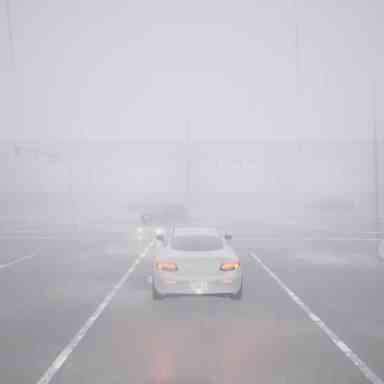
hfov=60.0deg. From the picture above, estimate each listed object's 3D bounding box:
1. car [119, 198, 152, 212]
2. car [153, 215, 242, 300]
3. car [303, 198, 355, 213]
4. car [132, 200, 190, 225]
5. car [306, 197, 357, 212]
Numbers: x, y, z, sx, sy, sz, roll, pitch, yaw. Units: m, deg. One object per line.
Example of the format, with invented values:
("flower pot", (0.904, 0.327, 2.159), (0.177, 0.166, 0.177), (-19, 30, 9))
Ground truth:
("car", (-6.000, 1.492, 38.702), (4.902, 1.511, 2.128), (0, 0, 2))
("car", (0.071, 1.527, 8.277), (1.812, 1.442, 4.674), (0, 0, -1))
("car", (14.119, 1.545, 34.662), (4.718, 1.301, 1.895), (0, 0, 2))
("car", (-1.833, 1.490, 23.628), (1.837, 1.490, 4.892), (-2, -1, 26))
("car", (15.910, 1.414, 38.112), (5.008, 1.535, 1.882), (0, 0, 2))
